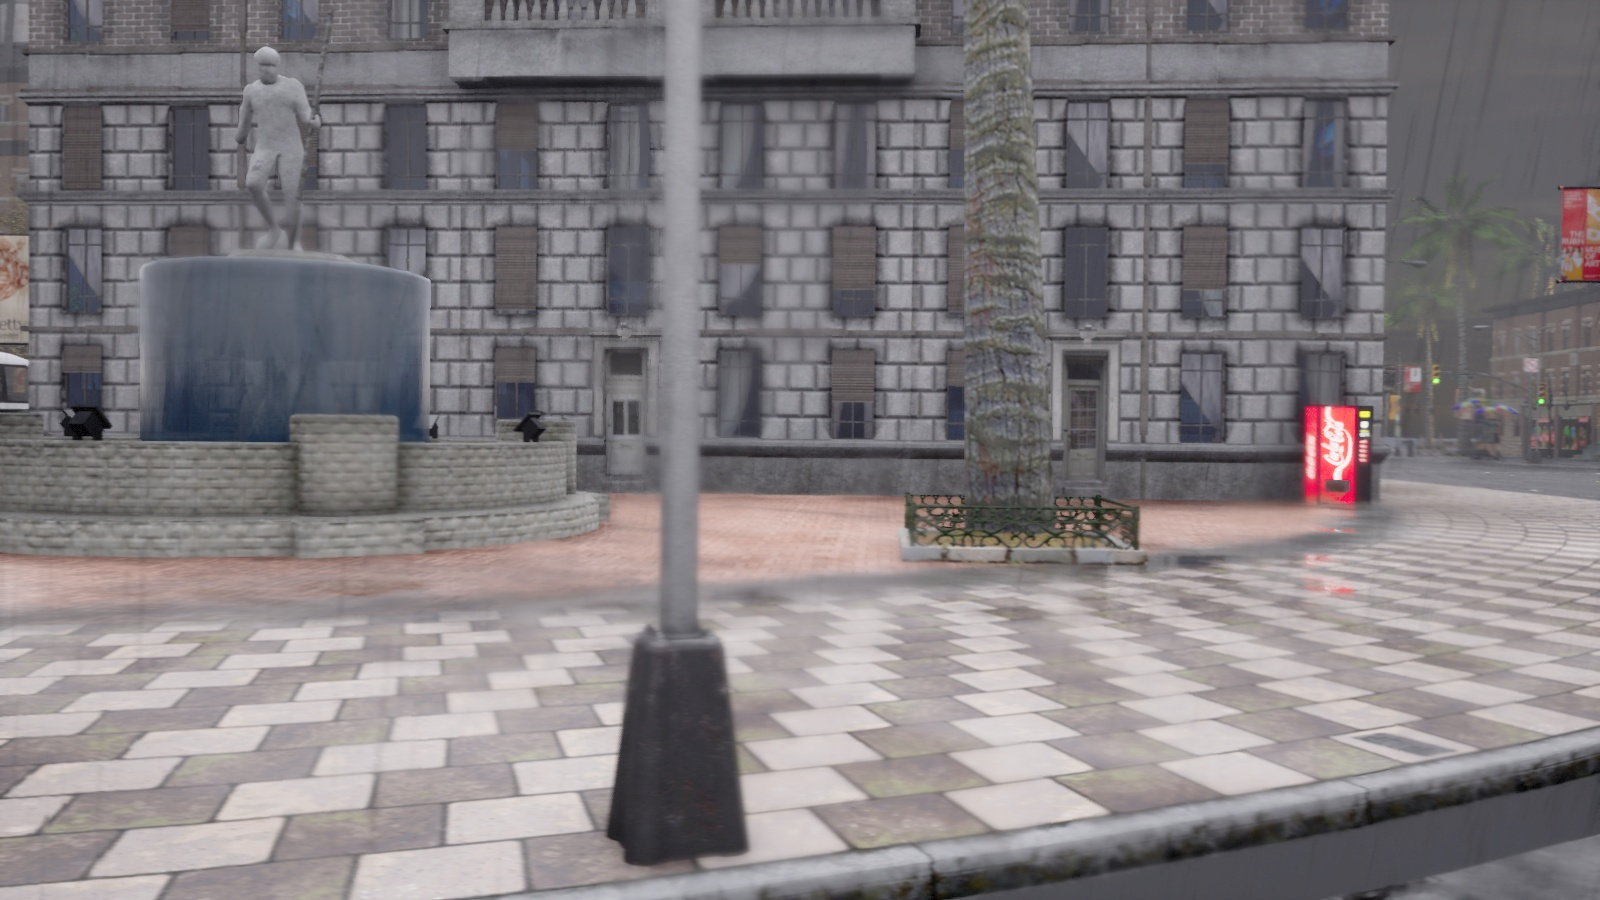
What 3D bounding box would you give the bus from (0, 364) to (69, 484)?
[{"bbox_3d":[-30.610,-0.877,43.533,3.944,4.253,10.273,-1,1,4],"label":"bus"}]
